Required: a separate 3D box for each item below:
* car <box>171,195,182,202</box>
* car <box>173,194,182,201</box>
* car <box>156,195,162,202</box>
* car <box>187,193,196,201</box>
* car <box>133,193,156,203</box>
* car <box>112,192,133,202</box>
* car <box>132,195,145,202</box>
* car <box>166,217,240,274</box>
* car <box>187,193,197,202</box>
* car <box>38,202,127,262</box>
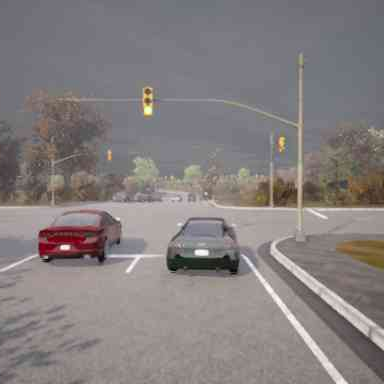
[{"bbox_3d":[-3.538,1.597,73.868,1.895,1.301,4.718,0,-2,0],"label":"car"},{"bbox_3d":[-3.543,1.485,83.838,2.097,1.767,4.553,0,-2,0],"label":"car"},{"bbox_3d":[-7.034,1.338,66.288,2.033,1.411,5.357,0,-1,0],"label":"car"},{"bbox_3d":[-0.043,1.357,83.904,2.150,2.045,5.566,0,-2,0],"label":"car"},{"bbox_3d":[-7.102,0.917,50.140,2.033,1.411,5.357,0,-1,0],"label":"car"},{"bbox_3d":[-10.599,0.721,50.163,2.097,1.767,4.553,0,-1,0],"label":"car"},{"bbox_3d":[-10.544,1.292,65.393,1.812,1.442,4.674,0,-2,0],"label":"car"},{"bbox_3d":[0.446,1.465,10.385,1.994,1.385,4.181,0,1,6],"label":"car"},{"bbox_3d":[-0.038,1.513,73.425,2.128,1.511,4.902,0,-2,0],"label":"car"},{"bbox_3d":[-3.697,1.353,11.761,1.882,1.535,5.008,0,1,-4],"label":"car"}]
